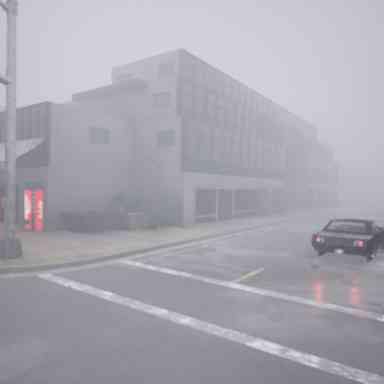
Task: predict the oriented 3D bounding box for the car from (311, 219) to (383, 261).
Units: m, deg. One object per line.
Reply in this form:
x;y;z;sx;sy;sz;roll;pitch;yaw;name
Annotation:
6.255;1.691;12.872;1.895;1.301;4.718;1;1;37;car
